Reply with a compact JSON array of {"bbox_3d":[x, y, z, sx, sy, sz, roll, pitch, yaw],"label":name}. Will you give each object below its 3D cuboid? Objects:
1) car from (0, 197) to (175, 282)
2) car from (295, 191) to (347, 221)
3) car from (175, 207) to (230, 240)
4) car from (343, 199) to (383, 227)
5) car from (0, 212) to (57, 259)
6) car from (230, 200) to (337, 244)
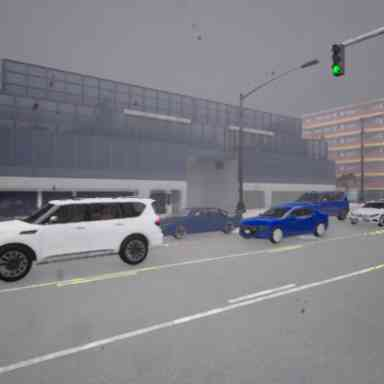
[{"bbox_3d":[-3.552,1.197,10.047,5.566,2.045,2.150,0,0,-34],"label":"car"},{"bbox_3d":[8.646,0.997,22.951,5.566,2.045,2.150,-1,1,-35],"label":"car"},{"bbox_3d":[0.333,1.490,17.081,5.357,1.411,2.033,-1,0,-35],"label":"car"},{"bbox_3d":[11.820,1.270,20.908,4.674,1.442,1.812,-2,1,-35],"label":"car"},{"bbox_3d":[-7.207,1.545,11.749,4.181,1.385,1.994,0,0,-35],"label":"car"},{"bbox_3d":[4.400,1.385,15.669,5.008,1.535,1.882,-1,1,-35],"label":"car"}]
